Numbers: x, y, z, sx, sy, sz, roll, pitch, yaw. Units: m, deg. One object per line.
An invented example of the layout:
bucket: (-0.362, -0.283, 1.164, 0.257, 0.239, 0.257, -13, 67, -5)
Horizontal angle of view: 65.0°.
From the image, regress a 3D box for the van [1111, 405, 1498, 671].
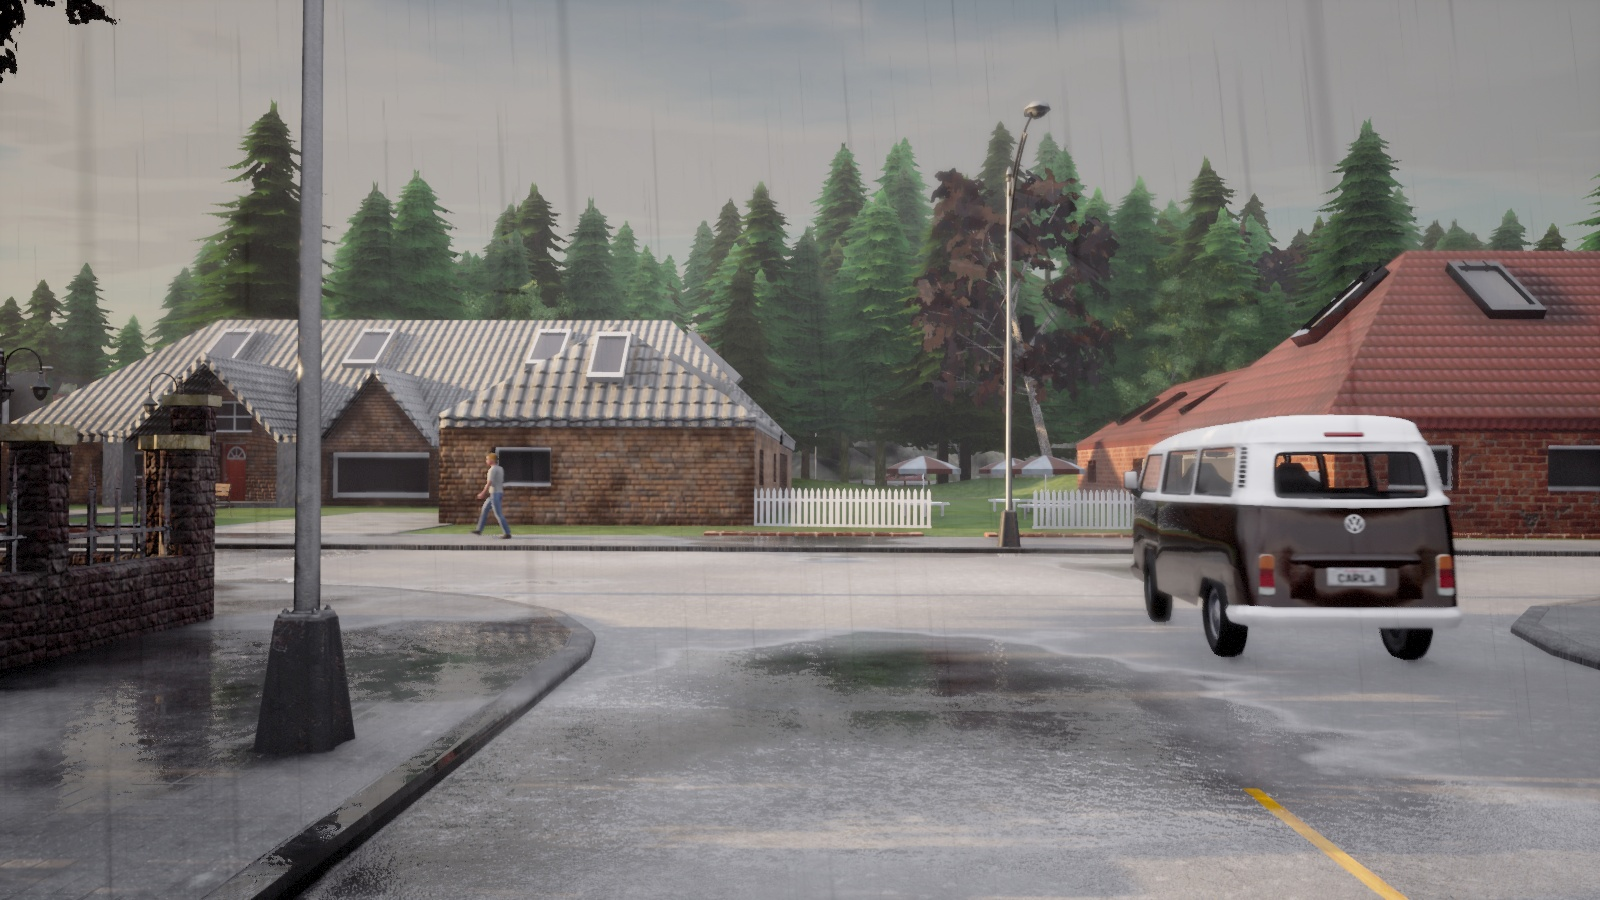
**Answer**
van: (4.432, 0.720, 11.922, 2.069, 2.038, 4.480, -1, -1, 3)

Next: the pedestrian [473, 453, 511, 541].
pedestrian: (-6.460, 0.987, 26.358, 0.706, 1.836, 0.354, 0, -1, 1)
